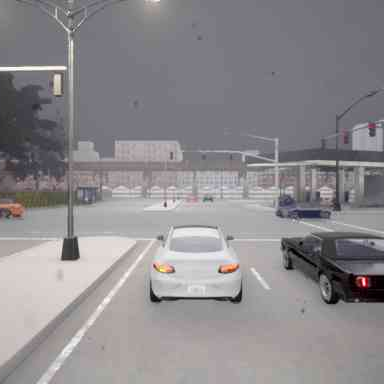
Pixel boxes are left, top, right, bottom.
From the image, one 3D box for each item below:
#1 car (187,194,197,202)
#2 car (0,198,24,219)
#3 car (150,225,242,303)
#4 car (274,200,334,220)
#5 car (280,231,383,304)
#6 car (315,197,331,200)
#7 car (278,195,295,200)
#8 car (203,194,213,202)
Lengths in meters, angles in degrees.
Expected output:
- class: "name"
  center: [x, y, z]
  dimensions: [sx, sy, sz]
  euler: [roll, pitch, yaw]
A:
- class: "car"
  center: [0.006, 1.246, 72.260]
  dimensions: [2.097, 1.767, 4.553]
  euler: [0, 0, 0]
- class: "car"
  center: [-16.614, 1.279, 27.626]
  dimensions: [4.553, 1.767, 2.097]
  euler: [0, 0, 0]
- class: "car"
  center: [0.083, 1.516, 8.073]
  dimensions: [1.812, 1.442, 4.674]
  euler: [0, 0, 0]
- class: "car"
  center: [9.038, 1.548, 27.052]
  dimensions: [4.181, 1.385, 1.994]
  euler: [0, 0, -5]
- class: "car"
  center: [3.588, 1.599, 8.057]
  dimensions: [1.895, 1.301, 4.718]
  euler: [0, 0, 0]
- class: "car"
  center: [18.960, 1.431, 48.377]
  dimensions: [1.970, 1.475, 3.806]
  euler: [0, 0, 0]
- class: "car"
  center: [13.215, 1.259, 47.615]
  dimensions: [2.242, 1.667, 4.611]
  euler: [0, 0, 0]
- class: "car"
  center: [3.506, 1.253, 72.260]
  dimensions: [2.097, 1.767, 4.553]
  euler: [0, 0, 0]
